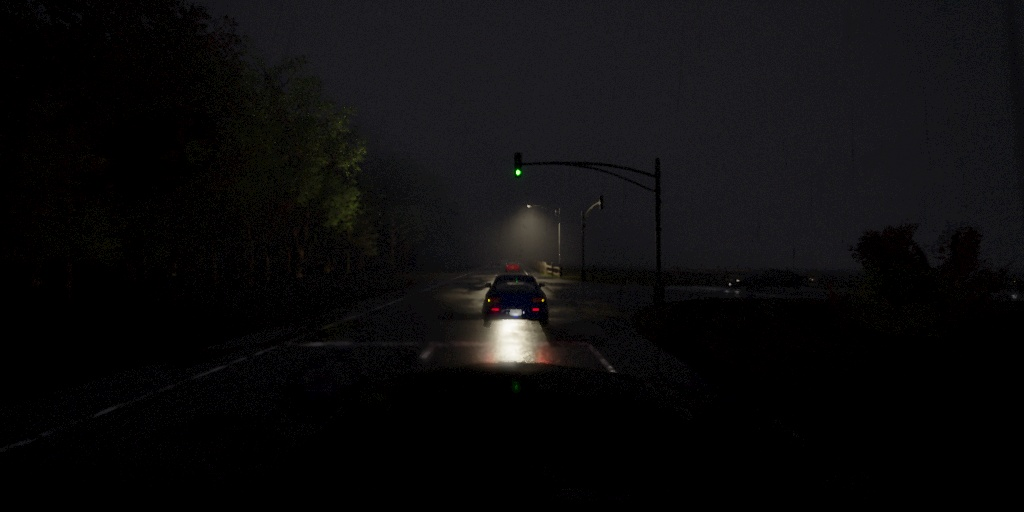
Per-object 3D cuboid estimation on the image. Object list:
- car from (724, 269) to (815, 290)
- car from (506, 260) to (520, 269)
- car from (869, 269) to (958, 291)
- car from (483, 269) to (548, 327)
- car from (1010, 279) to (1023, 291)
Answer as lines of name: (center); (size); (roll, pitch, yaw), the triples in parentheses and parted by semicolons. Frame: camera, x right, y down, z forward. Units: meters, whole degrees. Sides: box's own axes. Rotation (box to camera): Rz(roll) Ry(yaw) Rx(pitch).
car: (17.879, 1.611, 25.003); (5.357, 1.411, 2.033); (1, -1, 1)
car: (0.111, 1.447, 49.904); (1.994, 1.385, 4.181); (0, 0, 0)
car: (27.806, 1.663, 24.936); (4.902, 1.511, 2.128); (1, -1, 0)
car: (0.103, 1.305, 11.572); (1.812, 1.442, 4.674); (0, 0, 0)
car: (38.046, 1.885, 24.877); (4.718, 1.301, 1.895); (1, -1, 0)
